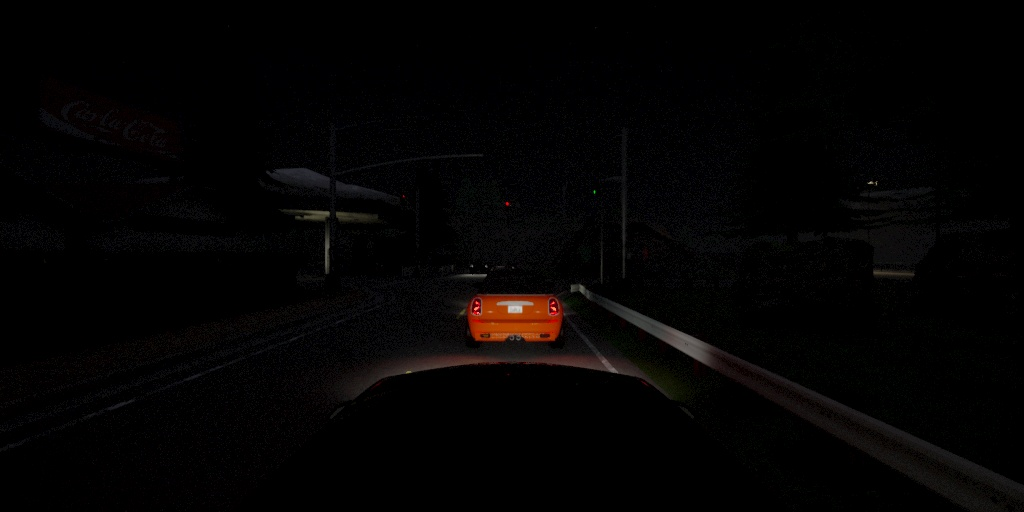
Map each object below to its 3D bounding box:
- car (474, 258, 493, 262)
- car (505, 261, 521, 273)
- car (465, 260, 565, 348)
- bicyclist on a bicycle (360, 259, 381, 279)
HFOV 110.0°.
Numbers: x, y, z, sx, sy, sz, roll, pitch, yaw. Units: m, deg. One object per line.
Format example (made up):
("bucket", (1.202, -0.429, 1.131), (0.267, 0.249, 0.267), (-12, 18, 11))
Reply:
("car", (-3.575, 1.097, 40.710), (2.097, 1.767, 4.553), (0, 0, 0))
("car", (0.121, 1.306, 44.259), (1.994, 1.385, 4.181), (0, 0, 0))
("car", (0.078, 1.101, 9.384), (2.097, 1.767, 4.553), (0, 0, 0))
("bicyclist on a bicycle", (-11.758, 1.091, 29.870), (1.656, 1.620, 0.582), (1, -3, -19))
